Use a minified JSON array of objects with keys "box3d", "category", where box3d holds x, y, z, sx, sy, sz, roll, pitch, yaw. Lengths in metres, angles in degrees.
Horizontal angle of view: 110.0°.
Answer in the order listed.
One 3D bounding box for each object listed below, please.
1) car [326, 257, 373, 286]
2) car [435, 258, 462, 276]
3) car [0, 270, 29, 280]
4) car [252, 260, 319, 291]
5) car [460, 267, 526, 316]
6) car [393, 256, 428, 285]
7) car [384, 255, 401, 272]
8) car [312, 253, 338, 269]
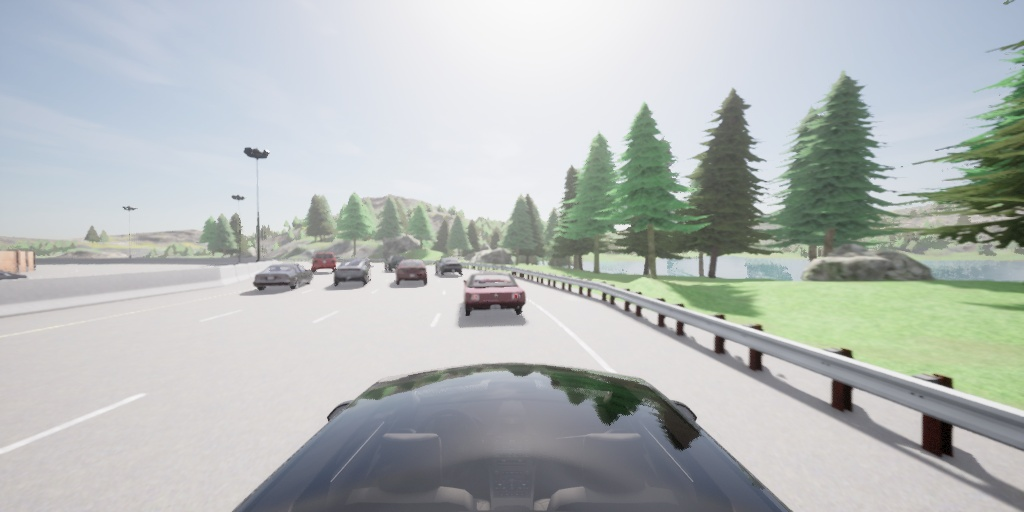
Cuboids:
[{"box3d":[-10.072,1.045,22.941,2.128,1.511,4.902,-1,1,-17],"category":"car"},{"box3d":[-5.665,0.919,31.831,1.837,1.490,4.892,-1,1,-20],"category":"car"},{"box3d":[-22.529,1.237,14.208,2.128,1.511,4.902,-1,1,-11],"category":"car"},{"box3d":[-13.085,1.147,20.793,2.033,1.411,5.357,-1,1,-17],"category":"car"},{"box3d":[-0.806,1.217,12.839,1.895,1.301,4.718,0,1,-8],"category":"car"},{"box3d":[-6.716,0.995,23.967,1.882,1.535,5.008,-1,1,-17],"category":"car"},{"box3d":[-12.667,0.717,39.249,2.097,1.767,4.553,-1,1,-27],"category":"car"},{"box3d":[-19.479,0.660,37.319,2.150,2.045,5.566,-1,1,-27],"category":"car"}]
